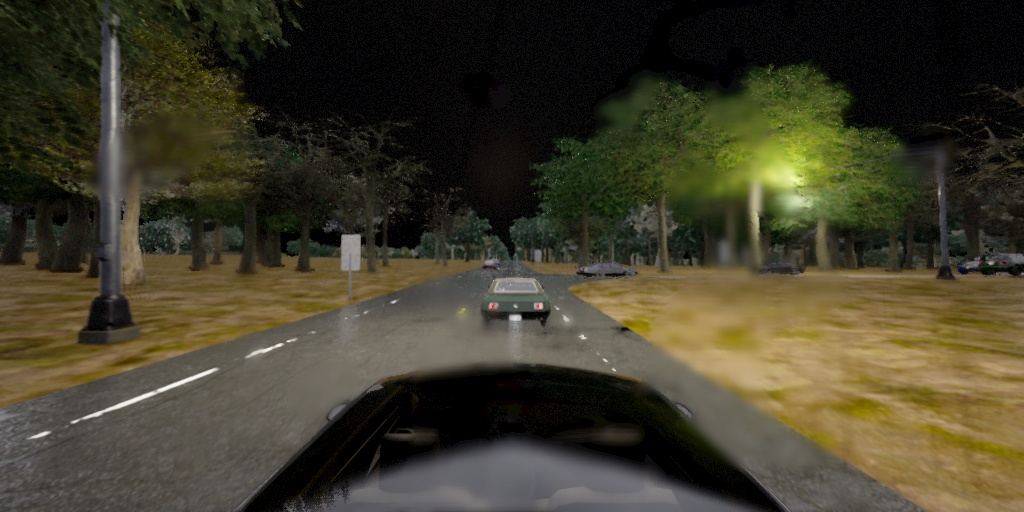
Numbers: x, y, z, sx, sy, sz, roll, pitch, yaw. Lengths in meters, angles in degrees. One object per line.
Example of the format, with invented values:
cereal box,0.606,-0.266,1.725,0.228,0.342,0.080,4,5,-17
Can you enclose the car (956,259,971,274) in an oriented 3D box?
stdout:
car,50.278,0.912,37.891,5.566,2.045,2.150,0,-2,-9

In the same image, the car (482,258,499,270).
car,-3.505,1.345,55.793,1.882,1.535,5.008,0,0,0

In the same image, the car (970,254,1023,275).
car,48.006,0.809,34.415,5.566,2.045,2.150,0,-2,-9

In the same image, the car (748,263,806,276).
car,26.384,1.371,35.799,4.718,1.301,1.895,0,-2,-2

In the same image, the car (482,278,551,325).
car,0.116,1.372,11.823,1.895,1.301,4.718,0,0,0

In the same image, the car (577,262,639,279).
car,8.368,1.239,31.409,5.357,1.411,2.033,0,-2,-18
